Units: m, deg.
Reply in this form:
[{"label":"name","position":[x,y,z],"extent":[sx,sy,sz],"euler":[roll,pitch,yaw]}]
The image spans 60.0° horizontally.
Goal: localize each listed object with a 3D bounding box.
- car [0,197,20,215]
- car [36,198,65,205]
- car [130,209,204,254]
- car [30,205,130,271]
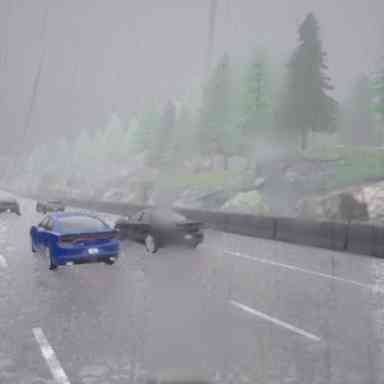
[{"label":"car","position":[-16.373,1.256,29.269],"extent":[1.837,1.490,4.892],"euler":[0,0,-34]},{"label":"car","position":[-13.071,1.258,30.632],"extent":[2.128,1.511,4.902],"euler":[0,0,-34]},{"label":"car","position":[-1.498,1.402,13.453],"extent":[1.882,1.535,5.008],"euler":[0,0,-34]},{"label":"car","position":[-4.004,1.398,10.907],"extent":[1.882,1.535,5.008],"euler":[0,0,-34]}]
